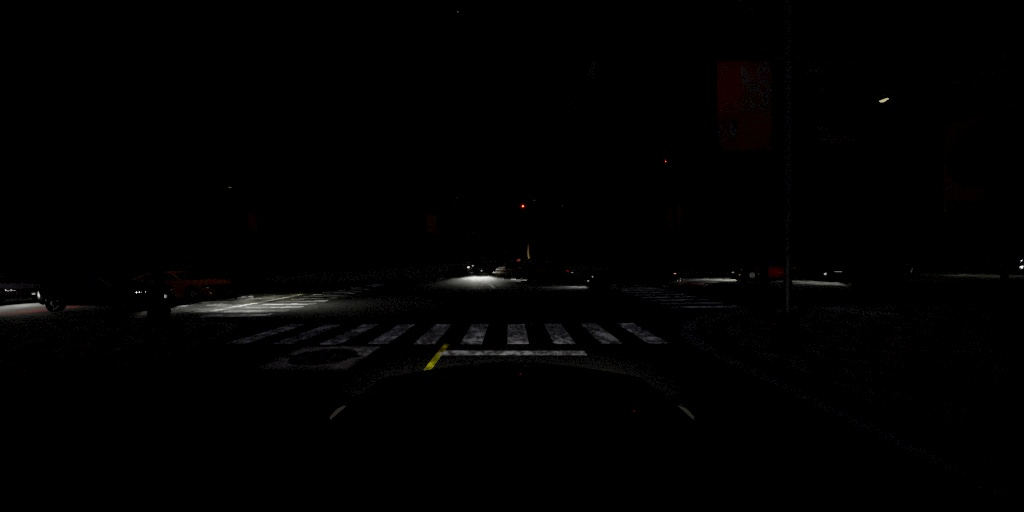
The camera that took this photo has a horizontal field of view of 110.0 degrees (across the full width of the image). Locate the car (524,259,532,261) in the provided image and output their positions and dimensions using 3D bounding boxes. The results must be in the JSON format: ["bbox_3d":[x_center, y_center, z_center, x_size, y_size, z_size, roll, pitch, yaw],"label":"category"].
[{"bbox_3d":[2.733,1.305,41.164,2.007,1.370,4.403,0,0,0],"label":"car"}]

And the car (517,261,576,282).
[{"bbox_3d":[2.923,1.286,28.285,4.181,1.385,1.994,-2,-1,34],"label":"car"}]

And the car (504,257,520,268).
[{"bbox_3d":[-0.019,1.240,59.455,1.882,1.535,5.008,0,0,0],"label":"car"}]

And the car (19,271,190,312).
[{"bbox_3d":[-17.626,1.547,15.706,4.902,1.511,2.128,-1,0,2],"label":"car"}]

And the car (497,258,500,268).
[{"bbox_3d":[-3.164,1.305,48.953,2.033,1.411,5.357,0,0,0],"label":"car"}]

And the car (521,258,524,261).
[{"bbox_3d":[2.680,1.304,52.053,1.888,1.381,4.507,0,0,0],"label":"car"}]

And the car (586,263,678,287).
[{"bbox_3d":[7.424,1.138,22.436,5.357,1.411,2.033,-1,0,0],"label":"car"}]

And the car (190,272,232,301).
[{"bbox_3d":[-17.649,1.528,18.950,5.008,1.535,1.882,-1,0,2],"label":"car"}]

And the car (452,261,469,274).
[{"bbox_3d":[-5.792,1.306,41.126,2.007,1.370,4.403,0,0,0],"label":"car"}]

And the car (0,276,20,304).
[{"bbox_3d":[-27.623,1.763,18.932,4.674,1.442,1.812,-1,0,0],"label":"car"}]

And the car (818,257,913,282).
[{"bbox_3d":[22.043,0.835,22.460,4.892,1.490,1.837,-1,0,0],"label":"car"}]

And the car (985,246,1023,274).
[{"bbox_3d":[37.772,0.276,25.722,5.566,2.045,2.150,-1,0,0],"label":"car"}]

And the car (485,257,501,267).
[{"bbox_3d":[-3.201,1.288,58.891,1.812,1.442,4.674,0,0,0],"label":"car"}]

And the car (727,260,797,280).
[{"bbox_3d":[17.827,0.964,25.705,4.181,1.385,1.994,-1,0,0],"label":"car"}]

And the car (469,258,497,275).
[{"bbox_3d":[-3.117,1.246,39.094,2.128,1.511,4.902,0,0,0],"label":"car"}]

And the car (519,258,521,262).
[{"bbox_3d":[2.654,1.311,57.497,2.007,1.370,4.403,0,0,0],"label":"car"}]
